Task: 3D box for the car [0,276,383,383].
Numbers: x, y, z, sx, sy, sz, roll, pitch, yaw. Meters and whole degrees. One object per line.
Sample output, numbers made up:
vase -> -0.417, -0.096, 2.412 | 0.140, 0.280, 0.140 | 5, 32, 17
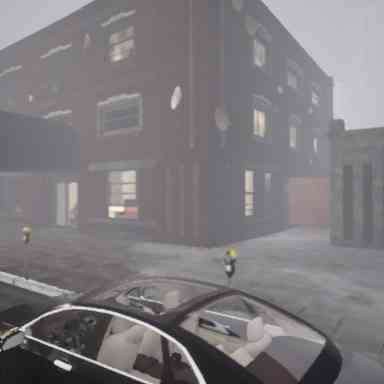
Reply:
car -> -0.545, 1.559, 3.265 | 4.403, 1.369, 2.008 | 0, 0, 35
